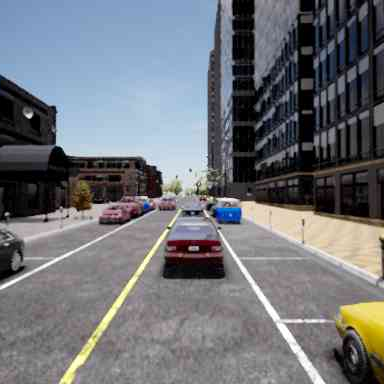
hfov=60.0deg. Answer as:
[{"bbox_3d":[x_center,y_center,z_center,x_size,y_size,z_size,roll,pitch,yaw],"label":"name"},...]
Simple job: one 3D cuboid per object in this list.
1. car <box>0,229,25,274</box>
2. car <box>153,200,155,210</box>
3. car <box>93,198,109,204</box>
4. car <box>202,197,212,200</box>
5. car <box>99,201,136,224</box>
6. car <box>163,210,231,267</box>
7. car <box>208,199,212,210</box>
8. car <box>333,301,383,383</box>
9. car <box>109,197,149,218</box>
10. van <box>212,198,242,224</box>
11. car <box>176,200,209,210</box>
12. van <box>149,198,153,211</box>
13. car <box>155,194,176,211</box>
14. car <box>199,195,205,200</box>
[{"bbox_3d":[-5.678,1.562,7.973,2.008,1.369,4.403,1,0,0],"label":"car"},{"bbox_3d":[-5.670,1.502,41.838,1.967,1.590,4.097,1,0,0],"label":"car"},{"bbox_3d":[-19.406,1.907,70.505,4.313,1.339,1.947,-1,0,1],"label":"car"},{"bbox_3d":[2.675,1.627,41.782,1.947,1.339,4.313,1,0,0],"label":"car"},{"bbox_3d":[-5.675,1.618,24.906,1.802,1.307,4.206,1,0,0],"label":"car"},{"bbox_3d":[0.068,1.564,11.437,2.033,1.411,5.357,0,0,0],"label":"car"},{"bbox_3d":[2.673,1.610,30.493,1.947,1.339,4.313,1,0,0],"label":"car"},{"bbox_3d":[2.669,1.529,2.443,1.752,1.417,4.829,1,0,0],"label":"car"},{"bbox_3d":[-5.670,1.360,30.550,2.192,1.841,5.009,1,0,0],"label":"car"},{"bbox_3d":[2.676,1.377,24.849,1.690,1.788,3.998,1,0,0],"label":"van"},{"bbox_3d":[0.070,1.586,26.426,2.033,1.411,5.357,0,0,0],"label":"car"},{"bbox_3d":[-5.669,1.394,36.194,1.690,1.788,3.998,1,0,0],"label":"van"},{"bbox_3d":[-3.079,1.414,42.072,2.097,1.767,4.553,0,0,0],"label":"car"},{"bbox_3d":[2.717,1.570,85.373,1.967,1.590,4.097,1,0,0],"label":"car"}]
